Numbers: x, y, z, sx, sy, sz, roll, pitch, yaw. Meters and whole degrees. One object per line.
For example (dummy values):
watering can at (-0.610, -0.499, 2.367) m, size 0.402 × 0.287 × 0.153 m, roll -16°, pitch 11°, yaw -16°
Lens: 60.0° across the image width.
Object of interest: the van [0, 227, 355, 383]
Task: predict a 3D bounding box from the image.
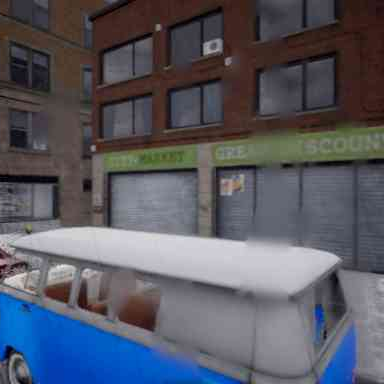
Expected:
van at (-0.477, 1.341, 3.419) m, size 3.998 × 1.788 × 1.690 m, roll 0°, pitch 0°, yaw 36°
